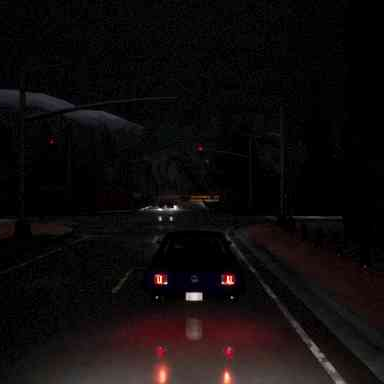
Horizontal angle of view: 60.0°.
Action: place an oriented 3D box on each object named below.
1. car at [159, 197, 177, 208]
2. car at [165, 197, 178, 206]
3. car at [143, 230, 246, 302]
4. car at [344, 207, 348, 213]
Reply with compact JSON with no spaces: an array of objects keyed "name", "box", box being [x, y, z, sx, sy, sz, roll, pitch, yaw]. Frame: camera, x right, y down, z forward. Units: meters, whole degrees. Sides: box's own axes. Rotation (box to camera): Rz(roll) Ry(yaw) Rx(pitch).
[{"name":"car","box":[-3.561,1.526,47.302,1.812,1.442,4.674,0,0,0]},{"name":"car","box":[-3.541,1.601,57.314,1.895,1.301,4.718,0,0,0]},{"name":"car","box":[0.063,1.601,8.230,1.895,1.301,4.718,0,0,0]},{"name":"car","box":[16.232,1.616,29.688,4.718,1.301,1.895,0,0,-1]}]
